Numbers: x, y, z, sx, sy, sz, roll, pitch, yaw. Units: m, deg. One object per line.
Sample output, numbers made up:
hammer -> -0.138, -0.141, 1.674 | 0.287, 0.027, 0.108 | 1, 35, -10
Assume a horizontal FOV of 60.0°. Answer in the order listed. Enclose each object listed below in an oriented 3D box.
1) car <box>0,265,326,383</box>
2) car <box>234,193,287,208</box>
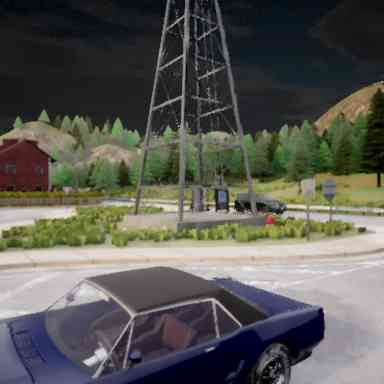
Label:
car -> -0.775, 1.596, 3.431 | 4.718, 1.301, 1.895 | 0, 0, -35
car -> 6.461, 1.137, 31.943 | 2.150, 2.045, 5.566 | 0, 0, -34
